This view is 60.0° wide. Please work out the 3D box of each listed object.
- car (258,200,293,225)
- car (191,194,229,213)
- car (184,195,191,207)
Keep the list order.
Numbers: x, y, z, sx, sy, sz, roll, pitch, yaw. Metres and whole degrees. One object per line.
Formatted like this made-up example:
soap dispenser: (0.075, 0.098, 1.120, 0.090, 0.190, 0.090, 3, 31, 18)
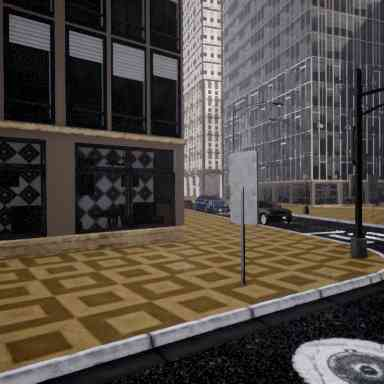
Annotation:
car: (4.884, 1.278, 22.851, 1.882, 1.535, 5.008, -1, 1, -19)
car: (1.835, 1.020, 31.924, 2.097, 1.767, 4.553, -1, 1, -19)
car: (-1.318, 1.094, 41.344, 1.994, 1.385, 4.181, -1, 1, -18)
